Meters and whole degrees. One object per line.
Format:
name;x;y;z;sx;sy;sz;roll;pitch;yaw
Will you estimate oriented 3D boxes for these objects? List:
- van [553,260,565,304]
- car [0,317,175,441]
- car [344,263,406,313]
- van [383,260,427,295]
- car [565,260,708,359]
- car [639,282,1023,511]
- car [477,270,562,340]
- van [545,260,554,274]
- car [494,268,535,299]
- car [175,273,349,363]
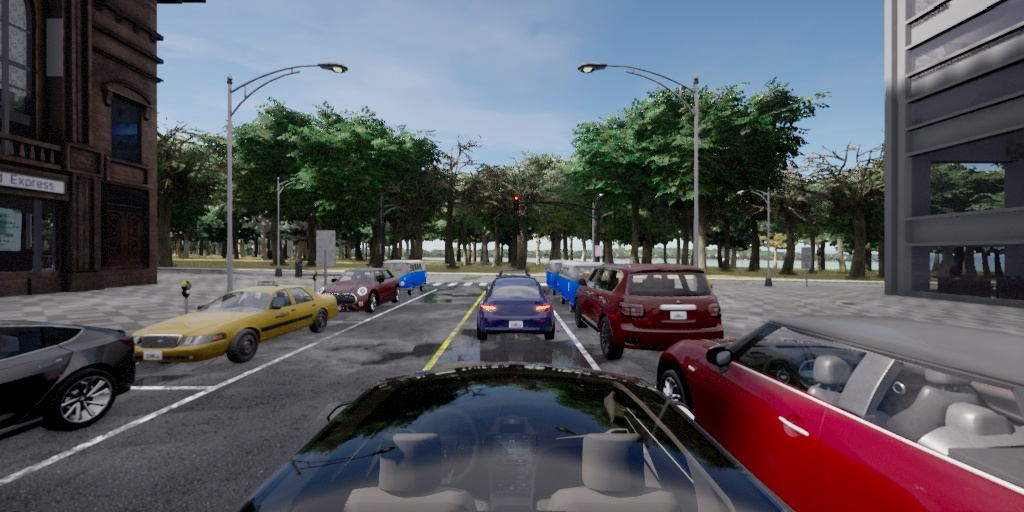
van;2.762;1.094;13.770;1.690;1.789;3.998;0;0;0
car;-5.763;1.316;2.894;1.948;1.339;4.313;0;0;0
car;-5.763;1.193;13.769;1.967;1.591;4.097;0;0;0
van;-5.763;1.096;19.207;1.690;1.789;3.998;0;0;0
car;2.762;1.066;8.332;2.192;1.841;5.009;0;0;0
car;2.763;1.190;2.895;1.967;1.591;4.097;0;0;0
car;0.098;1.278;9.870;1.812;1.442;4.674;0;0;0
van;2.762;1.096;19.207;1.690;1.789;3.998;0;0;0
car;0.071;1.356;18.954;1.895;1.301;4.718;0;0;-1
car;-5.763;1.277;8.162;1.751;1.417;4.829;0;0;0
